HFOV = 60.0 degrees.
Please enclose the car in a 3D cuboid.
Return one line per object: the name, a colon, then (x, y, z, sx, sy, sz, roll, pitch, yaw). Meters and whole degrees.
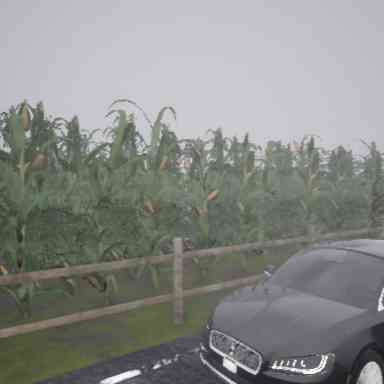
car: (2.356, 1.496, 4.744, 4.892, 1.490, 1.837, 0, 0, -35)
